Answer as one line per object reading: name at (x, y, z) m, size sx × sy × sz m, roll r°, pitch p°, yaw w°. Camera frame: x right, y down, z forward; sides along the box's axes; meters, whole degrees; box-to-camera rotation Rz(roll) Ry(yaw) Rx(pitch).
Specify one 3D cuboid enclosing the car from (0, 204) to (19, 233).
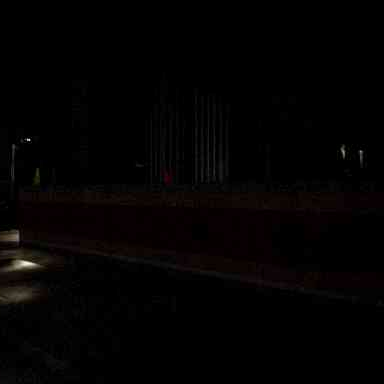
car at (-10.342, 1.603, 19.313) m, size 2.033 × 1.411 × 5.357 m, roll 0°, pitch 0°, yaw 37°

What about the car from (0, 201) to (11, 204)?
car at (-16.407, 1.547, 29.086) m, size 2.128 × 1.511 × 4.902 m, roll 0°, pitch 0°, yaw 37°

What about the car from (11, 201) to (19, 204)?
car at (-12.249, 1.603, 28.808) m, size 2.033 × 1.411 × 5.357 m, roll 0°, pitch 0°, yaw 37°
